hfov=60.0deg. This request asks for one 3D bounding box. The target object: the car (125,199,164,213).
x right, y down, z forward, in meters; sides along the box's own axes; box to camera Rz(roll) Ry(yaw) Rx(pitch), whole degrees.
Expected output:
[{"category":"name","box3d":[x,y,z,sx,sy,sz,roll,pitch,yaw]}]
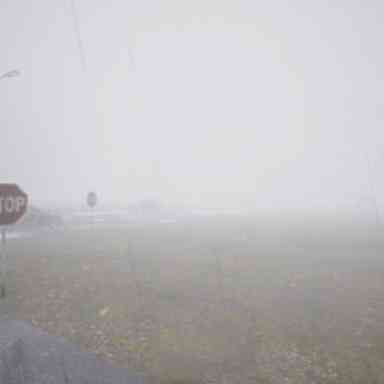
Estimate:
[{"category":"car","box3d":[-5.269,1.520,37.406,1.882,1.535,5.008,2,1,36]}]

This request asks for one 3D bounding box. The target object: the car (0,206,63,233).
[{"category":"car","box3d":[-9.803,1.482,19.197,1.812,1.442,4.674,2,0,36]}]

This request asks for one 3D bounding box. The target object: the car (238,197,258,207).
[{"category":"car","box3d":[9.799,1.618,58.243,2.097,1.767,4.553,2,0,36]}]
